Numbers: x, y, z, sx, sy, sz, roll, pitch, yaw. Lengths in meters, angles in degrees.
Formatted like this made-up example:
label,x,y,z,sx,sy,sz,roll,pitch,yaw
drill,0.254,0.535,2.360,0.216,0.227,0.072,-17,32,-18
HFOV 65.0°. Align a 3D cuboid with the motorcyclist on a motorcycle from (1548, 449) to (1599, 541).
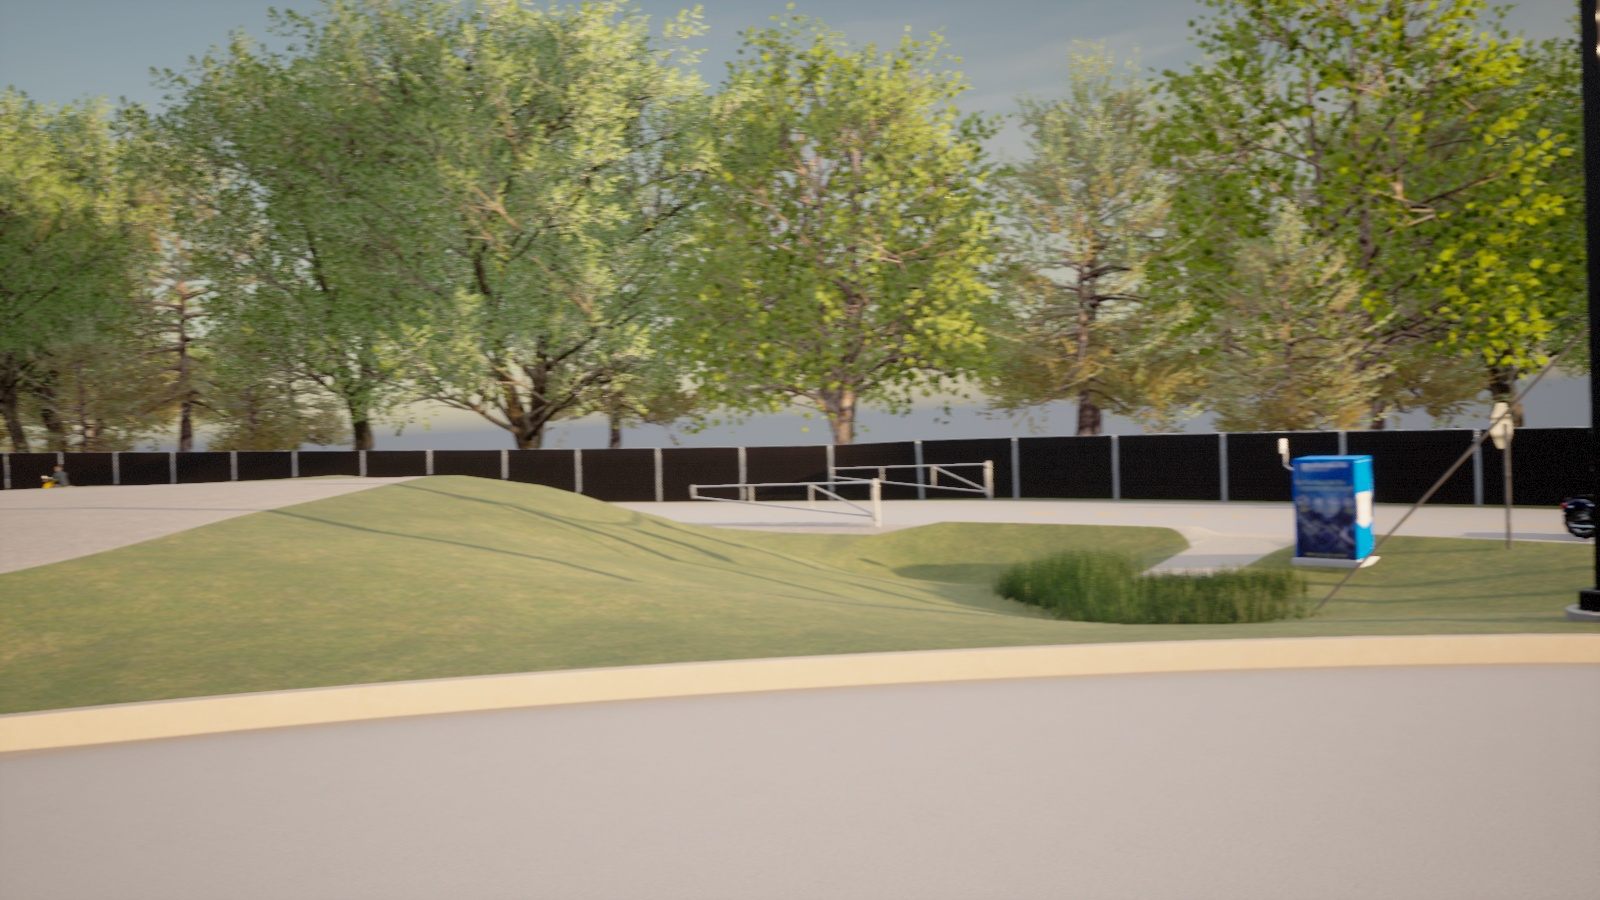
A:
label,x,y,z,sx,sy,sz,roll,pitch,yaw
motorcyclist on a motorcycle,15.194,0.824,23.061,0.766,1.649,2.350,-4,3,-40
